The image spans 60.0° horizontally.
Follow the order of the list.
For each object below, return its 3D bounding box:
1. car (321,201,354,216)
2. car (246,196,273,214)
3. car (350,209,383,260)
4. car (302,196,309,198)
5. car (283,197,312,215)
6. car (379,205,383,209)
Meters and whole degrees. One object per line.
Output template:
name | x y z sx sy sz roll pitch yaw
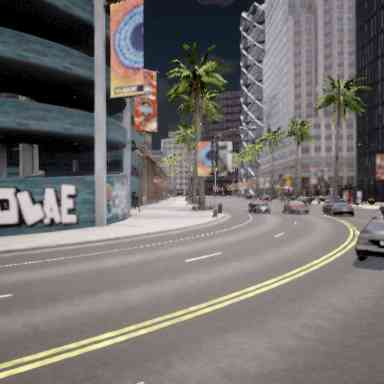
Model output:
car | 14.265 1.586 32.762 1.994 1.385 4.181 0 0 4
car | 7.393 1.570 36.544 2.128 1.511 4.902 0 0 1
car | 7.078 1.545 11.748 2.033 1.411 5.357 0 0 35
car | 20.564 1.560 61.589 2.231 1.521 4.892 0 0 -1
car | 10.831 1.577 34.820 1.812 1.442 4.674 0 0 2
car | 17.251 1.491 27.870 1.837 1.490 4.892 0 0 11
